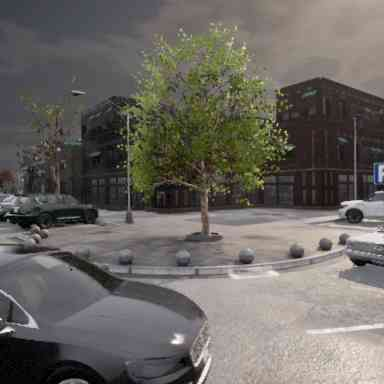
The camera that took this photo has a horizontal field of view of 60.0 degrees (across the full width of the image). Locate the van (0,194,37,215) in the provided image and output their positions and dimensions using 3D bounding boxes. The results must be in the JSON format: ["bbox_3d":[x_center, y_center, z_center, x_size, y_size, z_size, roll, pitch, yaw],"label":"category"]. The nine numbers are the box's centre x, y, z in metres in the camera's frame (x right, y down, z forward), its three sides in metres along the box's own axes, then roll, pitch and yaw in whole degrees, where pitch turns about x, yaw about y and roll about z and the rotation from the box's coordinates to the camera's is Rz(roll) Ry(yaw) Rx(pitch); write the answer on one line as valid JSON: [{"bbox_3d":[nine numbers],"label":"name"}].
[{"bbox_3d":[-17.820,1.171,32.573,1.878,1.987,4.442,0,0,31],"label":"van"}]

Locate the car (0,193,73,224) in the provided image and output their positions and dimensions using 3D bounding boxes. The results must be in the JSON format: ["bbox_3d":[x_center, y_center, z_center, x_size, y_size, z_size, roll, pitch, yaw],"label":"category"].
[{"bbox_3d":[-12.286,1.139,25.555,2.435,2.045,5.566,0,0,31],"label":"car"}]

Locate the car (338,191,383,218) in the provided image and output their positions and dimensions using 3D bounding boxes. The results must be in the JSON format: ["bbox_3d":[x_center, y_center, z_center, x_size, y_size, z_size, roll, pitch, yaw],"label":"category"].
[{"bbox_3d":[12.043,0.908,20.525,5.566,2.045,2.435,-1,0,32],"label":"car"}]

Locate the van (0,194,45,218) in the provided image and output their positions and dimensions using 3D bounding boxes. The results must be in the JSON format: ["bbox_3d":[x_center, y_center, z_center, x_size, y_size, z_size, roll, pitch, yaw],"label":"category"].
[{"bbox_3d":[-15.954,1.169,30.276,1.878,1.987,4.442,0,0,31],"label":"van"}]

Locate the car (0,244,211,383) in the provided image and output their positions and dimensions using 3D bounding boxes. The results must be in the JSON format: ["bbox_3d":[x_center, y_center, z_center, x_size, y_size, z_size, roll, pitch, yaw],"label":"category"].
[{"bbox_3d":[-2.211,1.475,4.089,4.892,1.490,1.837,0,2,15],"label":"car"}]

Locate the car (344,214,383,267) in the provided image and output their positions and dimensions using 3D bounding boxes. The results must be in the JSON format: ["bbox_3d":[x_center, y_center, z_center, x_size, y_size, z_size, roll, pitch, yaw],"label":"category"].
[{"bbox_3d":[6.457,1.429,9.531,4.718,1.301,1.895,-1,1,-34],"label":"car"}]

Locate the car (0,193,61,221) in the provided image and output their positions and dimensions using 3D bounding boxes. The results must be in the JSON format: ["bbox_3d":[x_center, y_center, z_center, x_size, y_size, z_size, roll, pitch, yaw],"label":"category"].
[{"bbox_3d":[-14.152,1.142,27.852,2.435,2.045,5.566,0,0,31],"label":"car"}]

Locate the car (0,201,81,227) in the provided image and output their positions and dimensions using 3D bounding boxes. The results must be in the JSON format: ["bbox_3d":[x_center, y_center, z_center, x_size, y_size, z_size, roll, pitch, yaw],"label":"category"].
[{"bbox_3d":[-10.408,1.418,23.259,2.163,1.488,4.792,0,0,31],"label":"car"}]

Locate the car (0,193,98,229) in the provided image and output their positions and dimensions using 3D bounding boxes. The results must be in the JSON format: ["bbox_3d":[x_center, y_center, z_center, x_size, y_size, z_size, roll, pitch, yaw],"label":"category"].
[{"bbox_3d":[-8.538,1.135,21.019,2.435,2.045,5.566,0,0,31],"label":"car"}]
